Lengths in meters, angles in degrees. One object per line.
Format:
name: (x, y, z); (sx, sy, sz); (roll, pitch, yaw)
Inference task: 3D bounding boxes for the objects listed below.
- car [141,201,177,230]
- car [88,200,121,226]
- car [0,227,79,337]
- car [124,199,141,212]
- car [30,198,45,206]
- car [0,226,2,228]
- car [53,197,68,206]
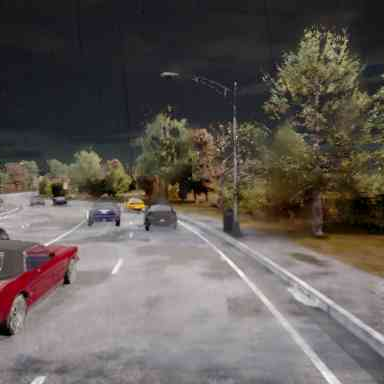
car: (-2.126, 1.487, 21.437); (1.882, 1.535, 5.008); (0, 0, -10)
car: (-6.261, 1.371, 24.150); (2.097, 1.767, 4.553); (0, 0, -12)
car: (-3.733, 1.613, 6.562); (1.895, 1.301, 4.718); (0, 0, -4)
car: (-6.873, 1.502, 39.198); (1.882, 1.535, 5.008); (0, 0, -19)
car: (-25.450, 1.629, 54.721); (1.994, 1.385, 4.181); (0, 0, -30)
car: (-7.879, 1.588, 11.114); (1.994, 1.385, 4.181); (0, 0, -6)
car: (-22.187, 1.524, 56.037); (1.882, 1.535, 5.008); (0, 0, -29)
